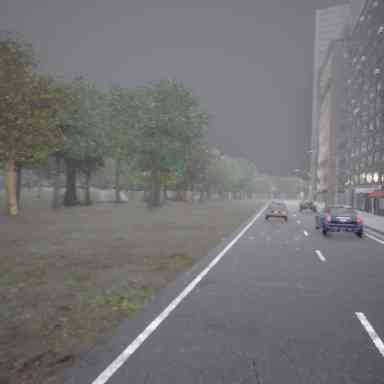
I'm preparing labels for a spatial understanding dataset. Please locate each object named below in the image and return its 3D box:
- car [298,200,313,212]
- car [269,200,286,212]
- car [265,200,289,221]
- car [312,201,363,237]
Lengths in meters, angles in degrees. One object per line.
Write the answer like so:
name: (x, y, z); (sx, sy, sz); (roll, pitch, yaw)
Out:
car: (14.410, 1.719, 41.678); (1.837, 1.490, 4.892); (2, 0, 15)
car: (10.903, 1.698, 42.297); (1.895, 1.301, 4.718); (2, 1, 15)
car: (7.285, 1.650, 28.674); (2.033, 1.411, 5.357); (2, 1, 15)
car: (8.759, 1.564, 20.125); (2.097, 1.767, 4.553); (2, 0, 15)
